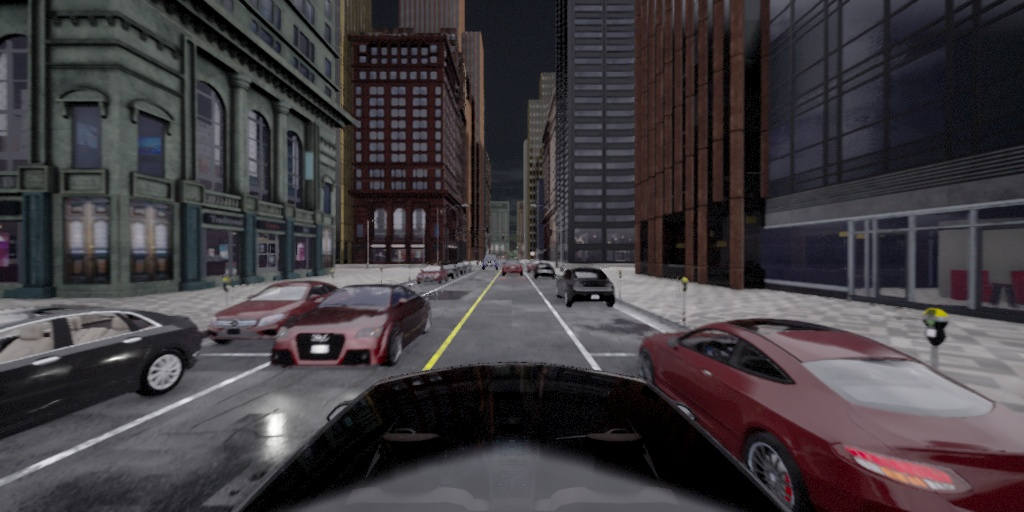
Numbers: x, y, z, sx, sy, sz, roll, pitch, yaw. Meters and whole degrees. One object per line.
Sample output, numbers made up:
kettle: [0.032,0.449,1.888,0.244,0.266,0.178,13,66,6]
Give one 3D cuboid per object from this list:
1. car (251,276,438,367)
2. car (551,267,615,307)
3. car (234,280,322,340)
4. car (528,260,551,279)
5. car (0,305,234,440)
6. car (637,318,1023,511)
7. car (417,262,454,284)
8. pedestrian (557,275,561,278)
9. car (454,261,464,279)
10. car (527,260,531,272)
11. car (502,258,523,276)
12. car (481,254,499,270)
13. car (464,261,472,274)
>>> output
car: [-3.097,1.308,7.777,1.994,1.385,4.181,0,0,0]
car: [3.005,1.244,15.374,1.837,1.490,4.892,0,0,0]
car: [-5.760,1.325,9.519,1.802,1.307,4.207,0,0,0]
car: [2.774,1.296,32.064,1.948,1.339,4.313,0,0,0]
car: [-5.762,1.299,3.882,2.007,1.370,4.403,0,0,0]
car: [2.763,1.330,3.885,1.802,1.307,4.207,0,0,0]
car: [-5.753,1.315,26.429,1.802,1.307,4.207,0,0,0]
pedestrian: [2.439,1.411,18.218,0.500,1.100,0.500,0,0,-10]
car: [-5.751,1.297,32.065,1.948,1.339,4.313,0,0,0]
car: [2.778,1.168,43.336,1.967,1.591,4.097,0,0,0]
car: [0.070,1.081,36.326,2.097,1.767,4.553,0,0,1]
car: [-2.982,0.759,49.733,2.150,2.045,5.566,0,0,0]
car: [-5.749,1.295,37.701,1.948,1.339,4.313,0,0,0]
